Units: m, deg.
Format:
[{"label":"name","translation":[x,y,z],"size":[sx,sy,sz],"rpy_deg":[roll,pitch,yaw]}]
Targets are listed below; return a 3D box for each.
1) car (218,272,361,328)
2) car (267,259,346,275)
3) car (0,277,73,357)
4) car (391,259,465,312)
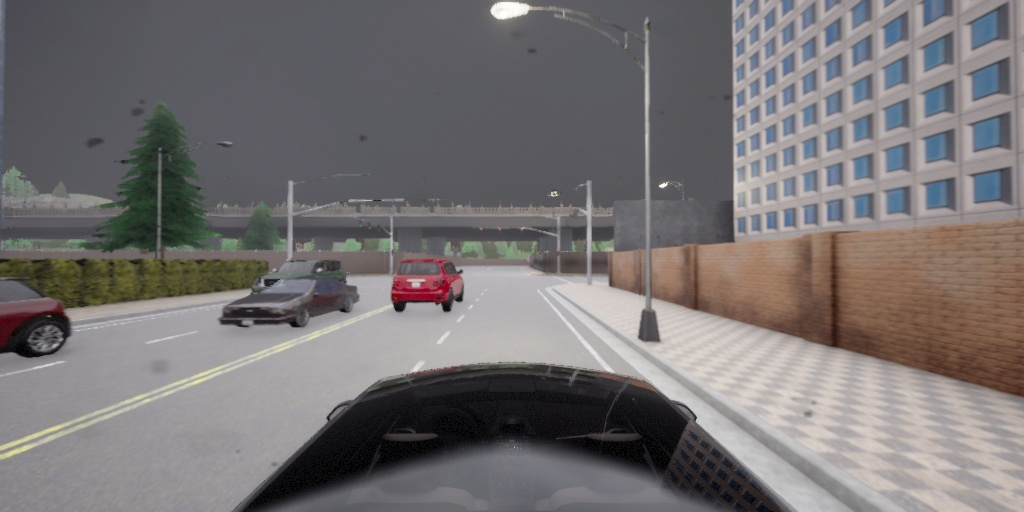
[{"label":"car","translation":[-7.059,1.432,12.245],"size":[2.033,1.411,5.357],"rpy_deg":[0,-1,0]},{"label":"car","translation":[-10.498,1.184,18.329],"size":[2.150,2.045,5.566],"rpy_deg":[0,-1,0]},{"label":"car","translation":[-10.589,1.153,5.760],"size":[2.097,1.767,4.553],"rpy_deg":[0,-1,0]},{"label":"car","translation":[-3.399,1.147,15.373],"size":[2.150,2.045,5.566],"rpy_deg":[0,-1,0]}]
